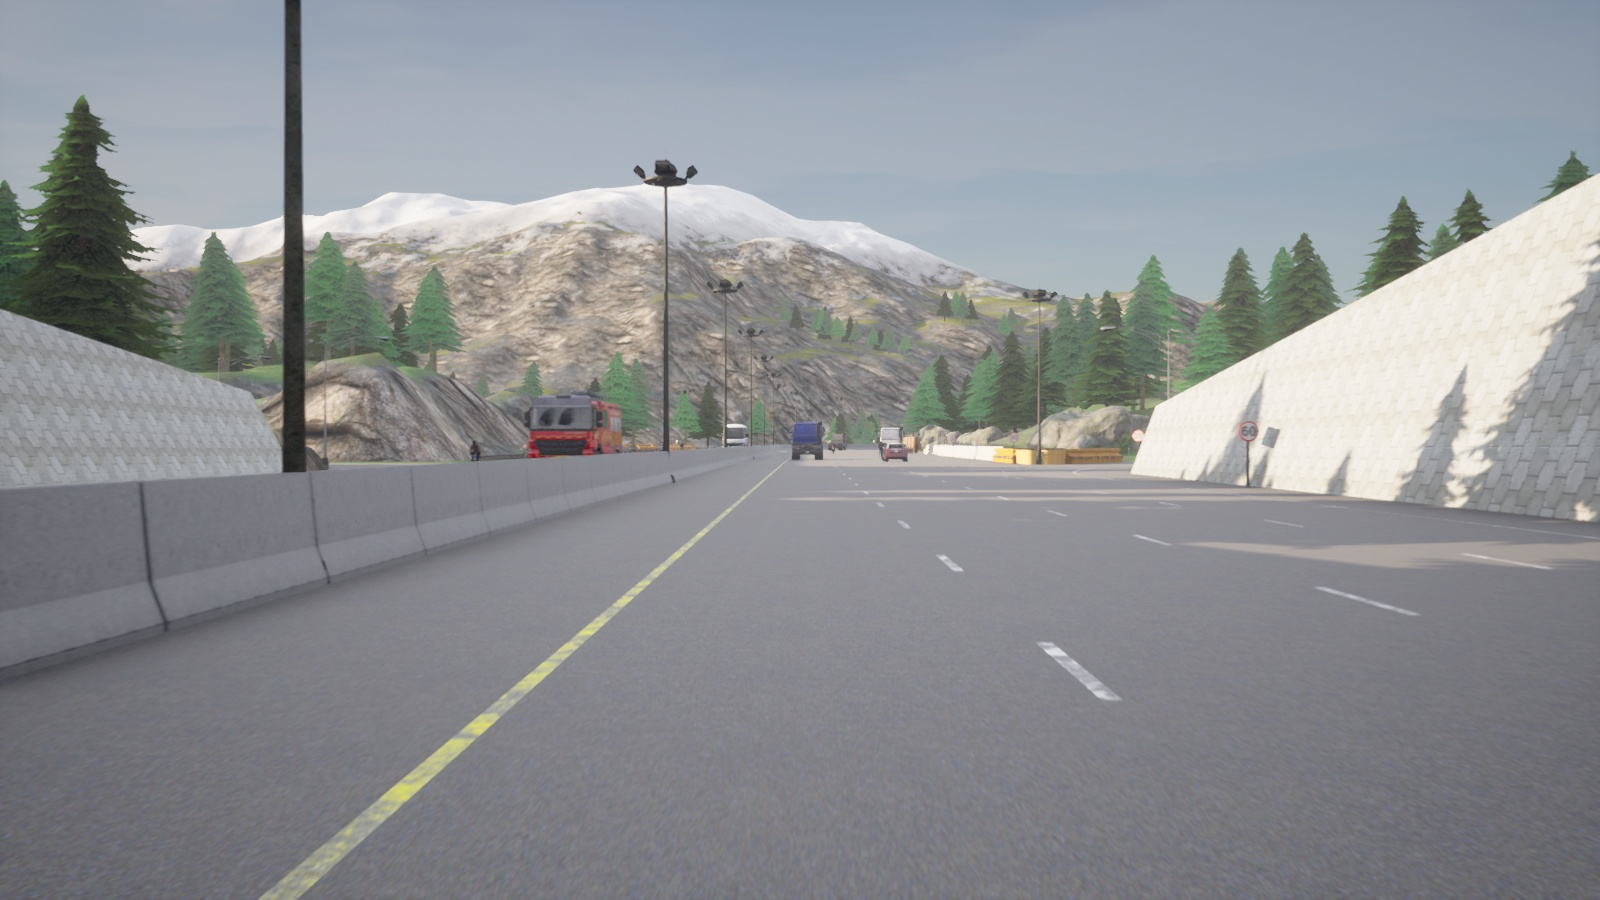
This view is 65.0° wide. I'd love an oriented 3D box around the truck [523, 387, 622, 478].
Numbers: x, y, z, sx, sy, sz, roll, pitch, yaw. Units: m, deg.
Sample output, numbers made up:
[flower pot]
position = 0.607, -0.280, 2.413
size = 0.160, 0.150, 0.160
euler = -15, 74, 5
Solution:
[truck]
position = -10.160, -0.748, 57.031
size = 2.891, 3.827, 8.468
euler = 0, 0, 0
